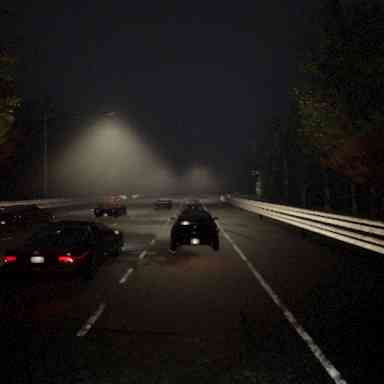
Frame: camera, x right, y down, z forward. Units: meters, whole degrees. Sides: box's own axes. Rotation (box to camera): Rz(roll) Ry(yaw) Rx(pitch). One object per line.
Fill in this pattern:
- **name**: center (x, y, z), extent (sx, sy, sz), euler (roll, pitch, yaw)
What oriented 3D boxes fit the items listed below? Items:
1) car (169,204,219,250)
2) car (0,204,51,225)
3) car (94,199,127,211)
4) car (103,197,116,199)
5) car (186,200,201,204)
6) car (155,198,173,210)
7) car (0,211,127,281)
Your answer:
- **car**: center (0.111, 1.480, 14.178), extent (1.837, 1.490, 4.892), euler (0, 0, 0)
- **car**: center (-10.386, 1.490, 20.676), extent (1.812, 1.442, 4.674), euler (0, 0, 0)
- **car**: center (-6.882, 1.551, 28.739), extent (1.895, 1.301, 4.718), euler (0, 0, 0)
- **car**: center (-10.374, 1.405, 42.002), extent (1.882, 1.535, 5.008), euler (0, 0, 0)
- **car**: center (0.120, 1.488, 33.554), extent (2.033, 1.411, 5.357), euler (0, 0, 0)
- **car**: center (-3.374, 1.421, 40.765), extent (2.128, 1.511, 4.902), euler (0, 0, 0)
- **car**: center (-3.393, 1.530, 9.813), extent (2.033, 1.411, 5.357), euler (0, 0, 0)
